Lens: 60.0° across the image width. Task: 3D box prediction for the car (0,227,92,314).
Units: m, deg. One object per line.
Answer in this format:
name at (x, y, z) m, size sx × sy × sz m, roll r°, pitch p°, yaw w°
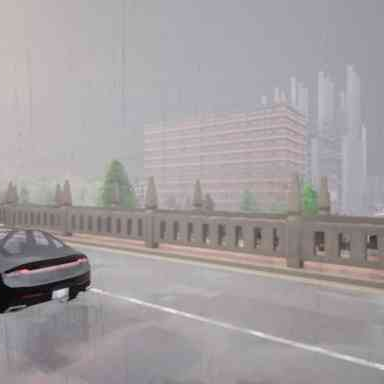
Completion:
car at (-4.189, 1.496, 7.020) m, size 4.902 × 1.511 × 2.128 m, roll 0°, pitch 0°, yaw 36°
